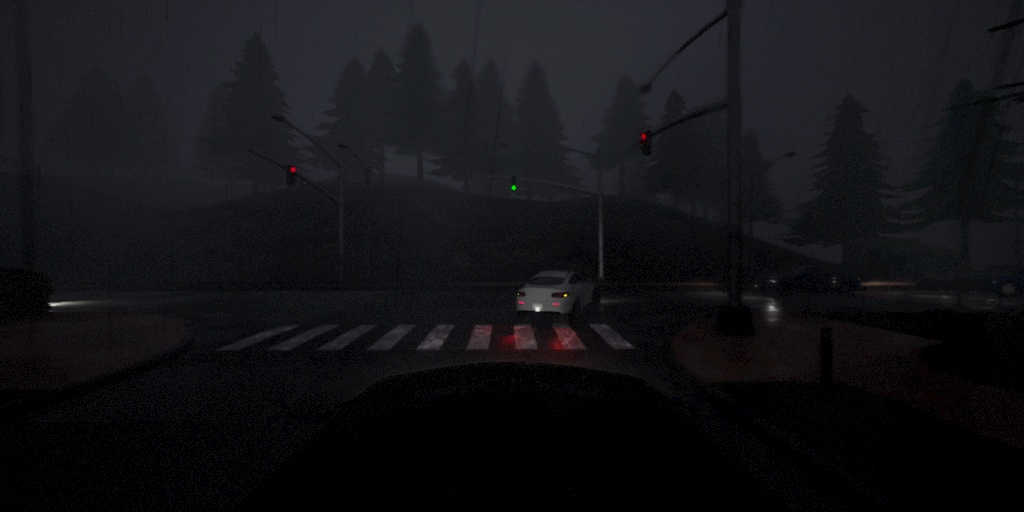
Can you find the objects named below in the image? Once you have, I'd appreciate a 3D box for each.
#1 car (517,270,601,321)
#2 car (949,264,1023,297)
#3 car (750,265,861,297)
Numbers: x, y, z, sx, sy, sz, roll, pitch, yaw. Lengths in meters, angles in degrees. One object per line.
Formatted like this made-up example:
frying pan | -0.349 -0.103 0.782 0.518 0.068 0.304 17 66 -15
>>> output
car | 1.651 1.195 12.293 1.812 1.442 4.674 -1 1 24
car | 24.551 1.133 17.475 5.008 1.535 1.882 0 0 1
car | 14.230 1.181 17.502 4.674 1.442 1.812 0 0 0
